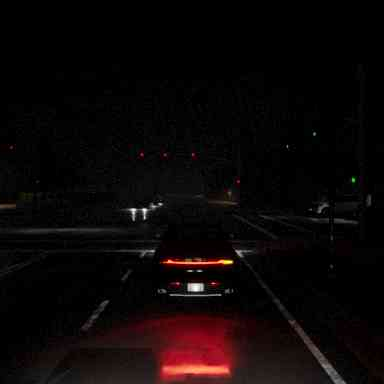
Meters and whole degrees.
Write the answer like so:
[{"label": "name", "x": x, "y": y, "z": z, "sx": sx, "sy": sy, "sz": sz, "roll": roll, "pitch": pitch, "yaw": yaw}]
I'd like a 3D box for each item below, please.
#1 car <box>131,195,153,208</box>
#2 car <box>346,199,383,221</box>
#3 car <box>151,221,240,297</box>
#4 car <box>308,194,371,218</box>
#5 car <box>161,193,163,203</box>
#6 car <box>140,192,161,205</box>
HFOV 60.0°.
[{"label": "car", "x": -7.156, "y": 1.526, "z": 47.165, "sx": 1.812, "sy": 1.442, "sz": 4.674, "roll": 0, "pitch": 0, "yaw": 0}, {"label": "car", "x": 15.206, "y": 1.526, "z": 26.473, "sx": 4.674, "sy": 1.442, "sz": 1.812, "roll": 0, "pitch": 0, "yaw": -1}, {"label": "car", "x": 0.072, "y": 1.505, "z": 8.534, "sx": 1.837, "sy": 1.490, "sz": 4.892, "roll": 0, "pitch": 0, "yaw": 0}, {"label": "car", "x": 13.432, "y": 1.221, "z": 29.918, "sx": 5.566, "sy": 2.045, "sz": 2.150, "roll": 0, "pitch": 0, "yaw": -1}, {"label": "car", "x": -7.110, "y": 1.221, "z": 68.225, "sx": 2.150, "sy": 2.045, "sz": 5.566, "roll": 0, "pitch": 0, "yaw": 0}, {"label": "car", "x": -7.160, "y": 1.221, "z": 57.865, "sx": 2.150, "sy": 2.045, "sz": 5.566, "roll": 0, "pitch": 0, "yaw": 0}]
